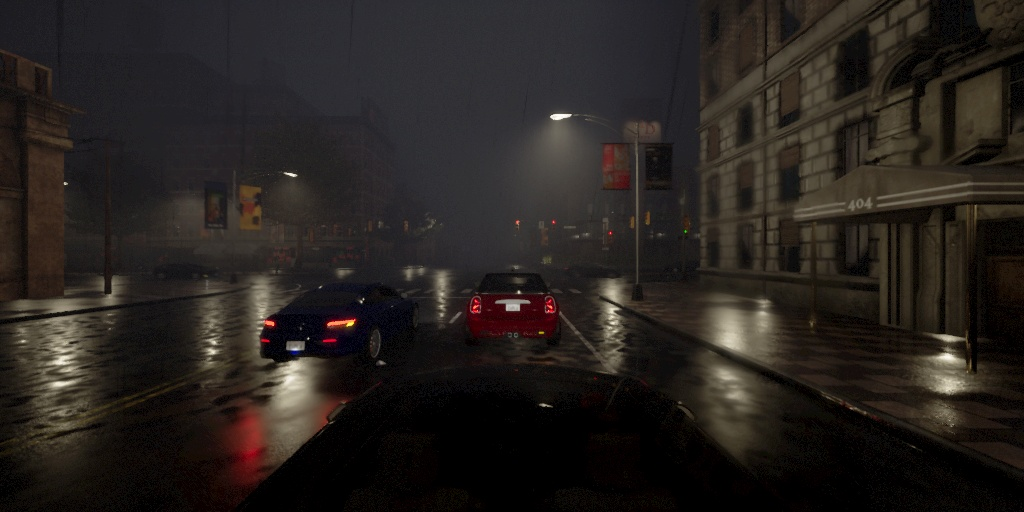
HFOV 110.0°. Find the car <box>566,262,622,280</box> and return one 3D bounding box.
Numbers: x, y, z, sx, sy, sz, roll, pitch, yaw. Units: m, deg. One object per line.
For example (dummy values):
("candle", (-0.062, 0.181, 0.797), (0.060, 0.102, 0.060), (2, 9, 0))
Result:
("car", (6.844, 1.296, 30.594), (4.902, 1.511, 2.128), (1, 0, 0))

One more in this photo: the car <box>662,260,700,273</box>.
("car", (20.305, 1.254, 42.220), (4.892, 1.490, 1.837), (0, 0, 0))

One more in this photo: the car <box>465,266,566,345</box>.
("car", (0.018, 1.102, 9.648), (2.097, 1.767, 4.553), (0, 0, 0))

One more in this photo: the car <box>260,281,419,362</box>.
("car", (-3.476, 1.276, 8.062), (1.812, 1.442, 4.674), (0, 0, 0))

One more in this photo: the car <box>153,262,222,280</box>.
("car", (-27.569, 1.322, 30.525), (4.892, 1.490, 1.837), (1, 0, 0))
